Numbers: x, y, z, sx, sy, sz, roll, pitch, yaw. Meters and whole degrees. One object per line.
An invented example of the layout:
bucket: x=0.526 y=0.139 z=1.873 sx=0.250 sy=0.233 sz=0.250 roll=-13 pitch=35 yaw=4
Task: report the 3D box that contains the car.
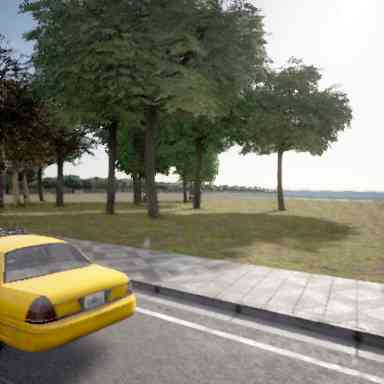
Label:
car: x=-3.400 y=1.415 z=5.985 sx=5.366 sy=1.575 sz=1.801 roll=0 pitch=0 yaw=35
